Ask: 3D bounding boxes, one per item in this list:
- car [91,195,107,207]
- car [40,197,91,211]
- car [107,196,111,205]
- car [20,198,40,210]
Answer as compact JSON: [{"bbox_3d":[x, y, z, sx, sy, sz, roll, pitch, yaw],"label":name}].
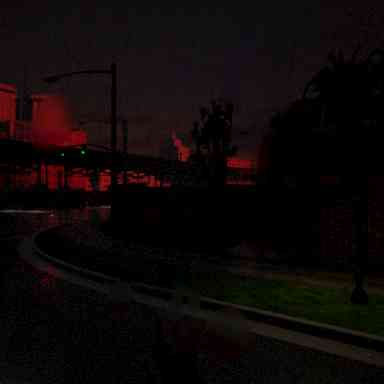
[{"bbox_3d":[-12.958,1.260,47.970,2.128,1.511,4.902,0,1,37],"label":"car"},{"bbox_3d":[-14.908,1.364,39.579,1.837,1.490,4.892,0,1,37],"label":"car"},{"bbox_3d":[-8.921,1.288,47.511,2.033,1.411,5.357,0,1,37],"label":"car"},{"bbox_3d":[-18.475,1.403,40.665,1.812,1.442,4.674,0,1,37],"label":"car"}]
